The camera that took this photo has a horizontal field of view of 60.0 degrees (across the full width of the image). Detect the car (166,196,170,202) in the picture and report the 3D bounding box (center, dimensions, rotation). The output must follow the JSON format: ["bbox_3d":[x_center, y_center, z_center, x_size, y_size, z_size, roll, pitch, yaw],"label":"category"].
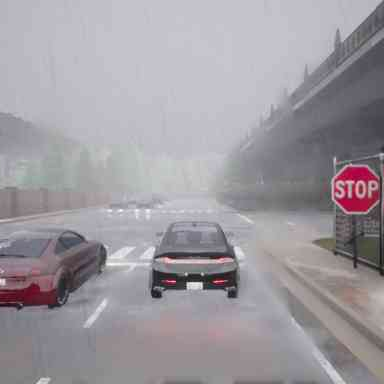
[{"bbox_3d":[-5.962,1.539,73.757,1.994,1.385,4.181,0,0,1],"label":"car"}]

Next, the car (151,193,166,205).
[{"bbox_3d":[-6.274,1.217,58.521,2.150,2.045,5.566,0,0,0],"label":"car"}]

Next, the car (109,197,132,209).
[{"bbox_3d":[-9.971,1.504,45.696,1.837,1.490,4.892,0,0,1],"label":"car"}]

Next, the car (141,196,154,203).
[{"bbox_3d":[-9.492,1.536,71.799,2.033,1.411,5.357,0,0,1],"label":"car"}]

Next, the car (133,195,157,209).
[{"bbox_3d":[-6.466,1.504,46.015,1.837,1.490,4.892,0,0,1],"label":"car"}]

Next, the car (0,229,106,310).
[{"bbox_3d":[-3.441,1.564,7.900,1.994,1.385,4.181,0,0,0],"label":"car"}]

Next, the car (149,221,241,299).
[{"bbox_3d":[0.060,1.491,8.464,2.128,1.511,4.902,0,0,0],"label":"car"}]
